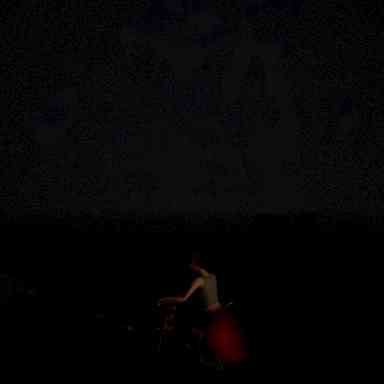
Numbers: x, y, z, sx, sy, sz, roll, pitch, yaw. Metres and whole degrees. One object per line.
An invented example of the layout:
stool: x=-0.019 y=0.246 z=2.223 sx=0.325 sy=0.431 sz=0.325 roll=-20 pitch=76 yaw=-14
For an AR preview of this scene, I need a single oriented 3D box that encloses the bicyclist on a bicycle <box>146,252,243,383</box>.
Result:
bicyclist on a bicycle: x=-0.022 y=1.568 z=4.255 sx=1.509 sy=1.612 sz=0.866 roll=-1 pitch=-2 yaw=35
